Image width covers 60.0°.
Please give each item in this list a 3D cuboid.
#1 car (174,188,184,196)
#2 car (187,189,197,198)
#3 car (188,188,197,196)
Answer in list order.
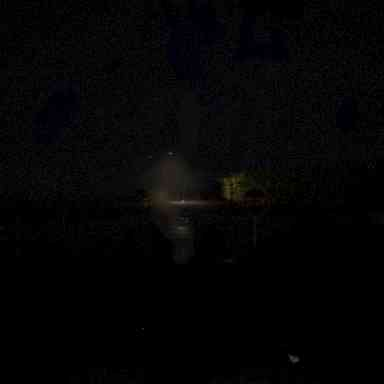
[{"bbox_3d":[-2.730,-0.047,71.401,1.837,1.490,4.892,0,2,0],"label":"car"},{"bbox_3d":[0.019,0.493,66.829,1.837,1.490,4.892,0,2,0],"label":"car"},{"bbox_3d":[0.022,-0.016,77.233,2.033,1.411,5.357,0,3,0],"label":"car"}]
